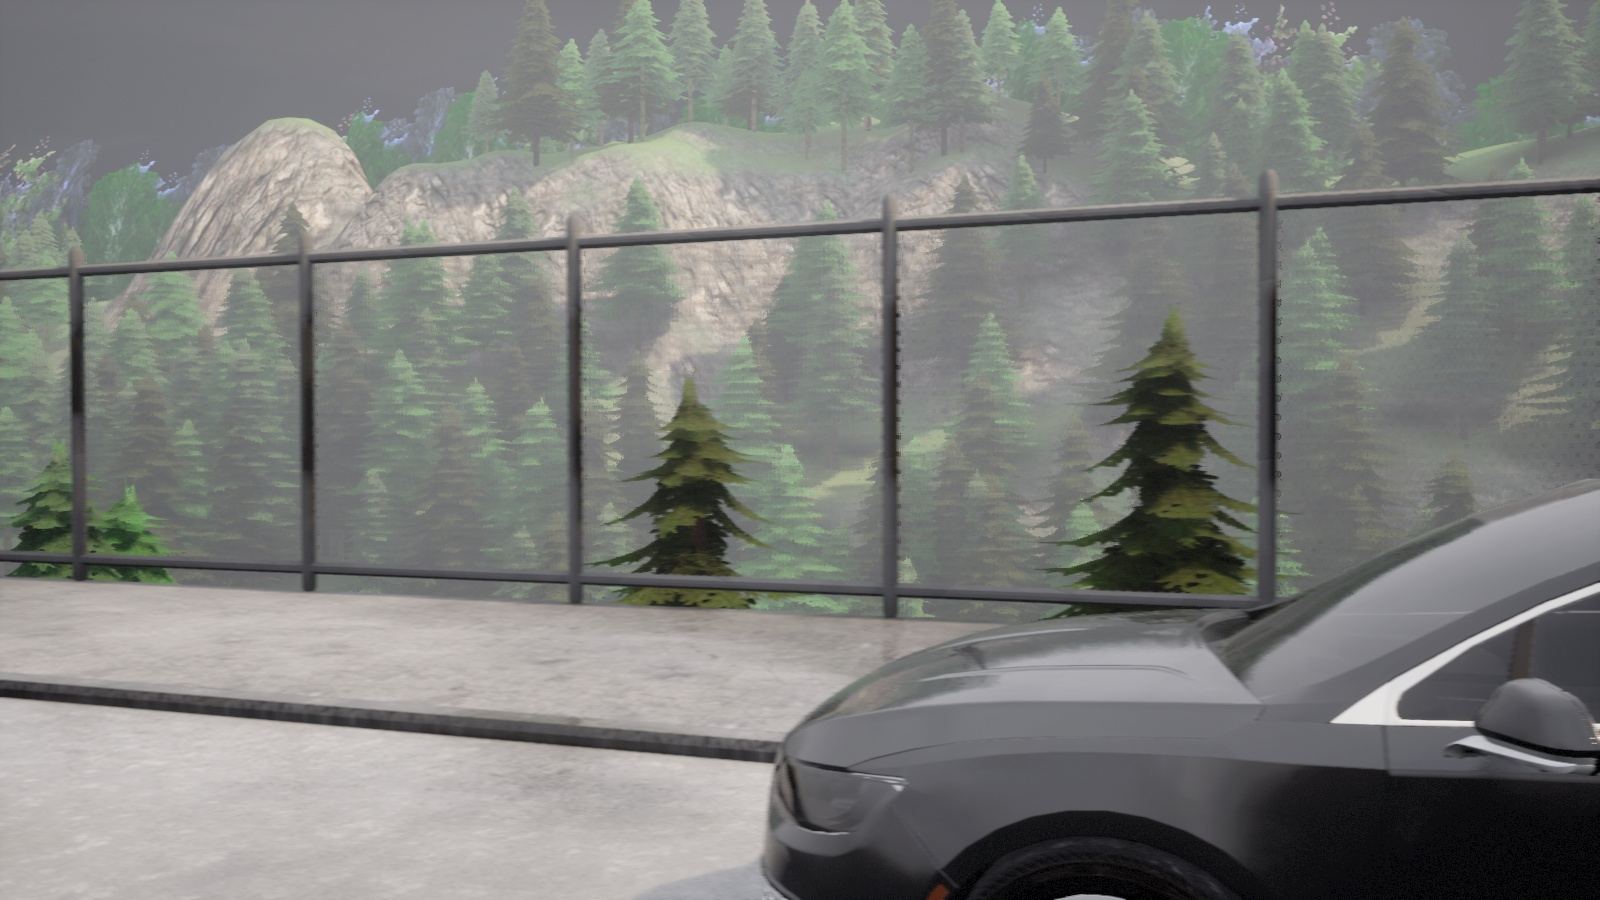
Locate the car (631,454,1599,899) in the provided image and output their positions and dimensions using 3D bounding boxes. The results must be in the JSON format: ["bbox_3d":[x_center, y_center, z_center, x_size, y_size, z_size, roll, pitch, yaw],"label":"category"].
[{"bbox_3d":[2.224,0.792,2.971,4.892,1.490,1.837,1,1,19],"label":"car"}]
